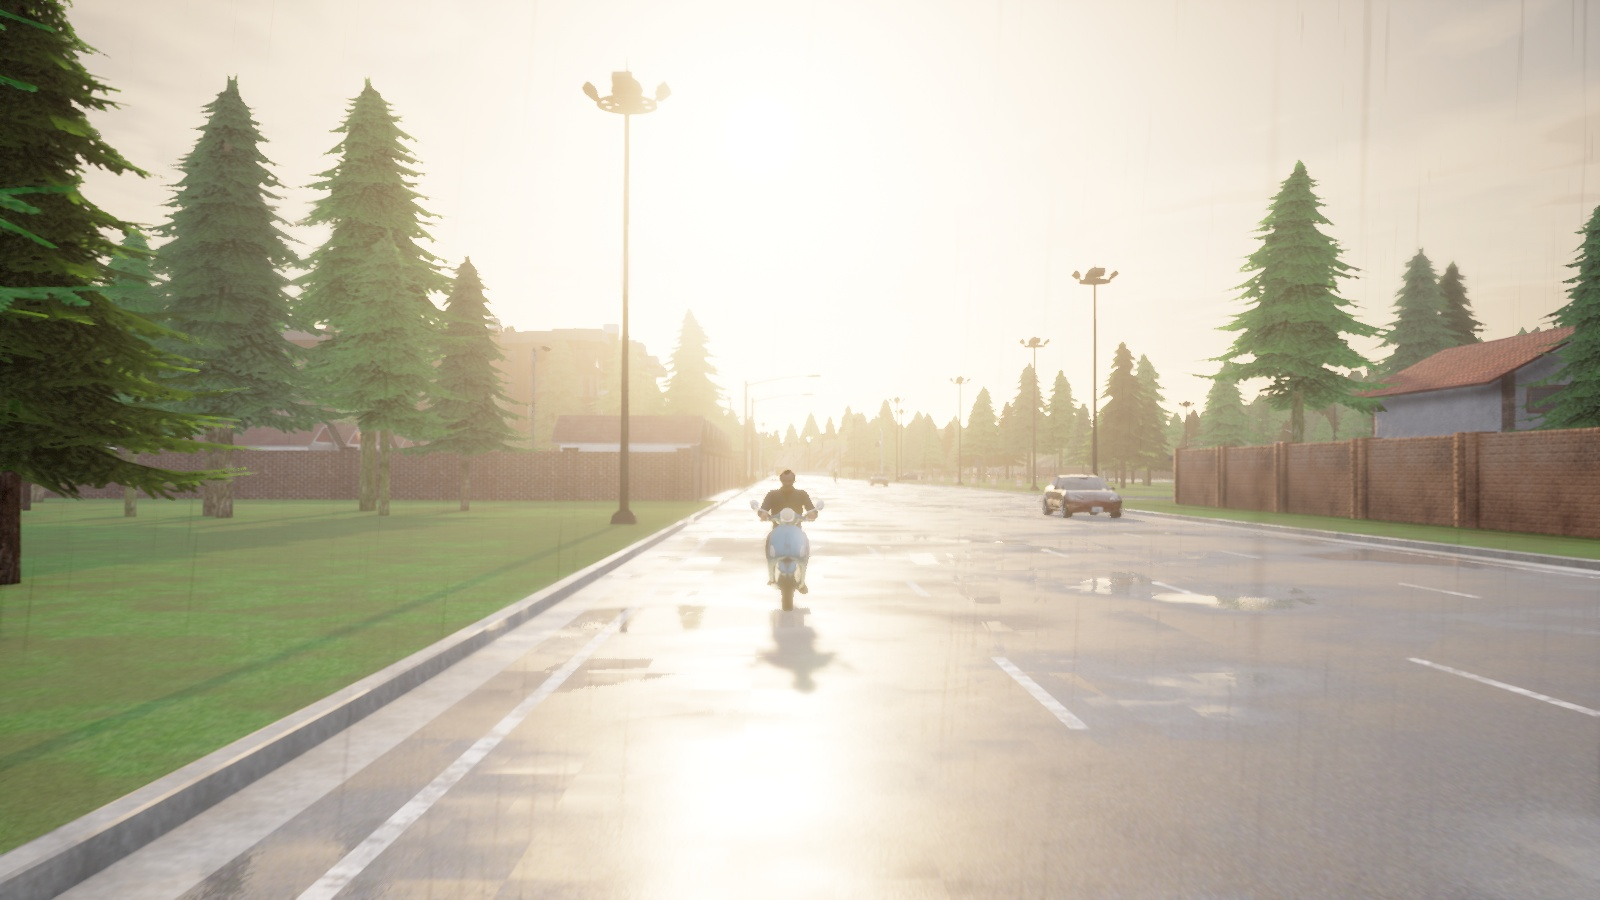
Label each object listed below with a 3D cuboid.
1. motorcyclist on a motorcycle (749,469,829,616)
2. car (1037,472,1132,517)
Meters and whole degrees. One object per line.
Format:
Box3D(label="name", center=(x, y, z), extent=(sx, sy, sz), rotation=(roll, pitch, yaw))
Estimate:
Box3D(label="motorcyclist on a motorcycle", center=(-0.138, 1.014, 14.556), extent=(0.866, 1.590, 1.817), rotation=(0, -1, -1))
Box3D(label="car", center=(9.891, 1.518, 44.098), extent=(2.163, 1.488, 4.792), rotation=(0, -1, -1))
